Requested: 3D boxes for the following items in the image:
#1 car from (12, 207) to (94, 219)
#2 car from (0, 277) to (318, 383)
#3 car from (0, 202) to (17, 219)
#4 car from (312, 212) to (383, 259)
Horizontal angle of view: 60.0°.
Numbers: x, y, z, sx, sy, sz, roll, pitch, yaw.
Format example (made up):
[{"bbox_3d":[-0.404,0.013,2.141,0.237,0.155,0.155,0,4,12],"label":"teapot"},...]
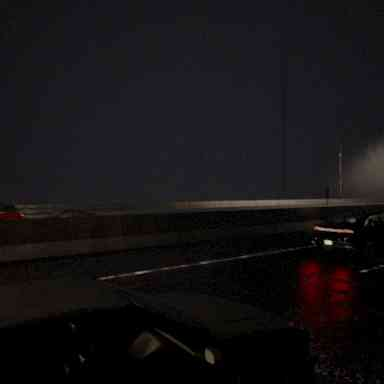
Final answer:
[{"bbox_3d":[-6.368,1.573,16.650,4.181,1.385,1.994,0,0,-36],"label":"car"},{"bbox_3d":[-1.214,1.548,2.881,5.357,1.411,2.033,0,0,-36],"label":"car"},{"bbox_3d":[-11.280,1.353,17.442,4.553,1.767,2.097,0,0,-36],"label":"car"},{"bbox_3d":[6.642,1.521,12.795,4.902,1.511,2.128,0,0,-36],"label":"car"}]
